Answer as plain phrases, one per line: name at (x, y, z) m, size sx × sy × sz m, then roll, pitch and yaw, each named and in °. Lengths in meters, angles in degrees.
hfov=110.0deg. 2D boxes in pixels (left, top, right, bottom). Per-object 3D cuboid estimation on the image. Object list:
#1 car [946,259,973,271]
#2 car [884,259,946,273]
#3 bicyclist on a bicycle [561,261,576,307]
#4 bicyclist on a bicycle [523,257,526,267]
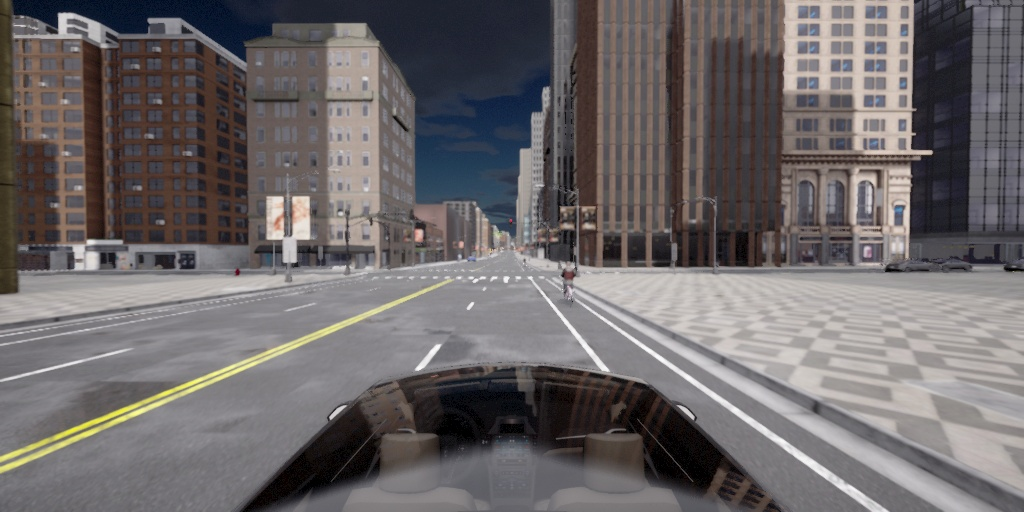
car at (48.570, 1.016, 40.138) m, size 4.181 × 1.385 × 1.994 m, roll 0°, pitch 1°, yaw 0°
car at (41.329, 1.103, 37.081) m, size 4.181 × 1.385 × 1.994 m, roll 0°, pitch 1°, yaw 0°
bicyclist on a bicycle at (2.242, 1.093, 14.410) m, size 0.659 × 1.776 × 1.843 m, roll 0°, pitch 0°, yaw 0°
bicyclist on a bicycle at (2.208, 1.038, 62.452) m, size 0.659 × 1.776 × 1.843 m, roll 0°, pitch 0°, yaw 0°
